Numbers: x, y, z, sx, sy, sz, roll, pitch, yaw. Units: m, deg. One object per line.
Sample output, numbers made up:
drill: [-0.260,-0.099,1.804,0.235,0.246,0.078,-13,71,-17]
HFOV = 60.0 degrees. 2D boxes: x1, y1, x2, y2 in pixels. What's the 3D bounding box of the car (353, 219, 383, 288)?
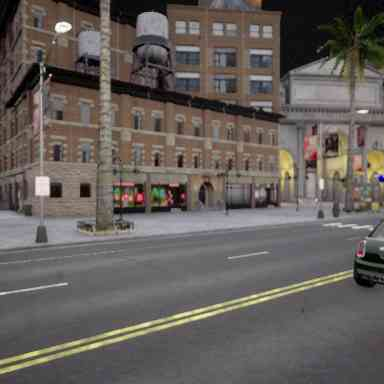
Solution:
car: [5.944,1.337,8.020,4.553,1.767,2.097,0,0,-35]
